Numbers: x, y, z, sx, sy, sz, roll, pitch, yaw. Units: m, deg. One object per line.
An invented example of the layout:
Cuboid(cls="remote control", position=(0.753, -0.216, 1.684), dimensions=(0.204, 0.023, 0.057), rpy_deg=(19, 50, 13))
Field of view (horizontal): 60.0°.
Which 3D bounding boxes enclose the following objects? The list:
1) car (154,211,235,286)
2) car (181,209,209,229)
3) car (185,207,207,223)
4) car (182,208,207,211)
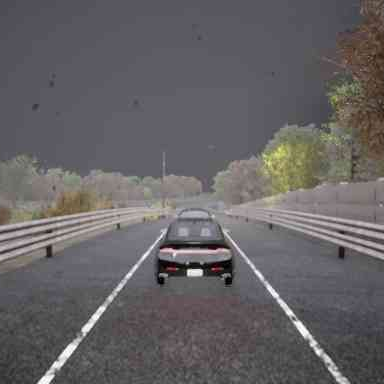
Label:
Cuboid(cls="car", position=(0.077, 1.485, 9.357), dimensions=(2.128, 1.511, 4.902), rpy_deg=(0, 0, 0))
Cuboid(cls="car", position=(0.218, 1.924, 24.599), dimensions=(1.895, 1.301, 4.718), rpy_deg=(0, -2, 1))
Cuboid(cls="car", position=(0.464, 2.270, 33.614), dimensions=(2.033, 1.411, 5.357), rpy_deg=(0, -3, 2))
Cuboid(cls="car", position=(0.128, 1.569, 16.358), dimensions=(1.882, 1.535, 5.008), rpy_deg=(0, -1, 0))
